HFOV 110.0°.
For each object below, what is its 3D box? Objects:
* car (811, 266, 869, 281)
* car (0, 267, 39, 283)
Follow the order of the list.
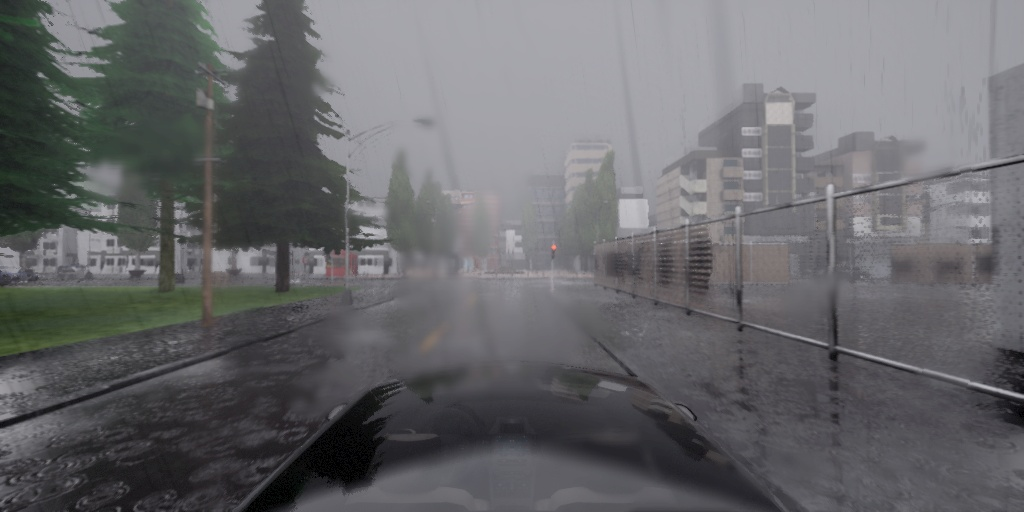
[{"bbox_3d":[33.035,1.737,36.173,4.892,1.490,1.837,0,-1,1],"label":"car"},{"bbox_3d":[-45.474,1.701,32.060,4.674,1.442,1.812,0,-1,1],"label":"car"}]
